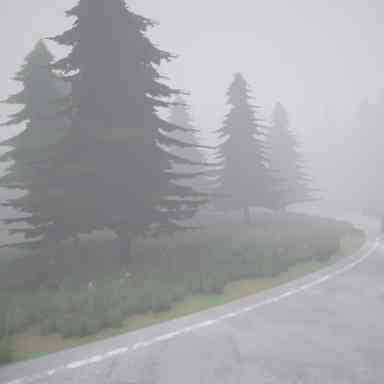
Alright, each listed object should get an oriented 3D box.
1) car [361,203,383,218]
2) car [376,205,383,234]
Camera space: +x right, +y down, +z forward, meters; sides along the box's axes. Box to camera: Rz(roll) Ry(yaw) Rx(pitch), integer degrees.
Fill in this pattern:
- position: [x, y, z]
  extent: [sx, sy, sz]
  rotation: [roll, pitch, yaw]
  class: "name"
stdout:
- position: [19.941, 1.991, 36.189]
  extent: [2.128, 1.511, 4.902]
  rotation: [-4, -2, 9]
  class: "car"
- position: [11.818, 1.697, 18.651]
  extent: [1.882, 1.535, 5.008]
  rotation: [-2, -2, 25]
  class: "car"
